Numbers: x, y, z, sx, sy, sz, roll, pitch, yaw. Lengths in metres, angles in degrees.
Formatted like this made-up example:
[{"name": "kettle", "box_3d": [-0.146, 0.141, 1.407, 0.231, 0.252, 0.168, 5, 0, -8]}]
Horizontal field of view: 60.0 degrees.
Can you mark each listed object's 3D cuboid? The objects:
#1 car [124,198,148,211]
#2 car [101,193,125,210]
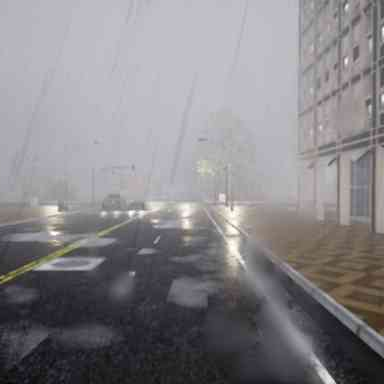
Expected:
[{"name": "car", "box_3d": [-6.520, 1.528, 40.506, 1.994, 1.385, 4.181, 0, 0, 1]}, {"name": "car", "box_3d": [-9.752, 1.189, 42.082, 2.150, 2.045, 5.566, 0, 0, 0]}]
